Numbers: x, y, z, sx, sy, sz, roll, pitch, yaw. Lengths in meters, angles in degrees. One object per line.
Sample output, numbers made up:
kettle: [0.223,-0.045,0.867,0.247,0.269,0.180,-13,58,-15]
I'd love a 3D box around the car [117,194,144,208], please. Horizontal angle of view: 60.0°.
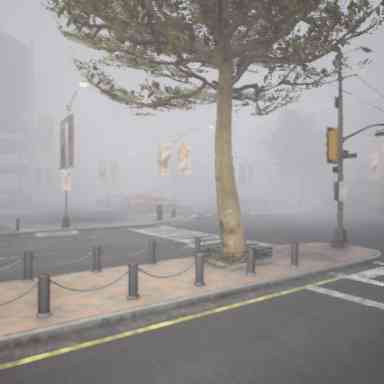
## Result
car: [-8.939,1.432,49.688,2.097,1.767,4.553,0,0,-36]

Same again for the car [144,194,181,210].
car: [-3.850,1.432,42.604,2.097,1.767,4.553,0,0,-35]

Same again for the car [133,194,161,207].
car: [-7.318,1.314,53.470,2.150,2.045,5.566,0,0,-36]

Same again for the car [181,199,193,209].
car: [-1.784,1.618,45.746,1.812,1.442,4.674,0,0,-36]

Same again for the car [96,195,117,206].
car: [-14.839,1.642,57.302,1.994,1.385,4.181,0,0,-42]
